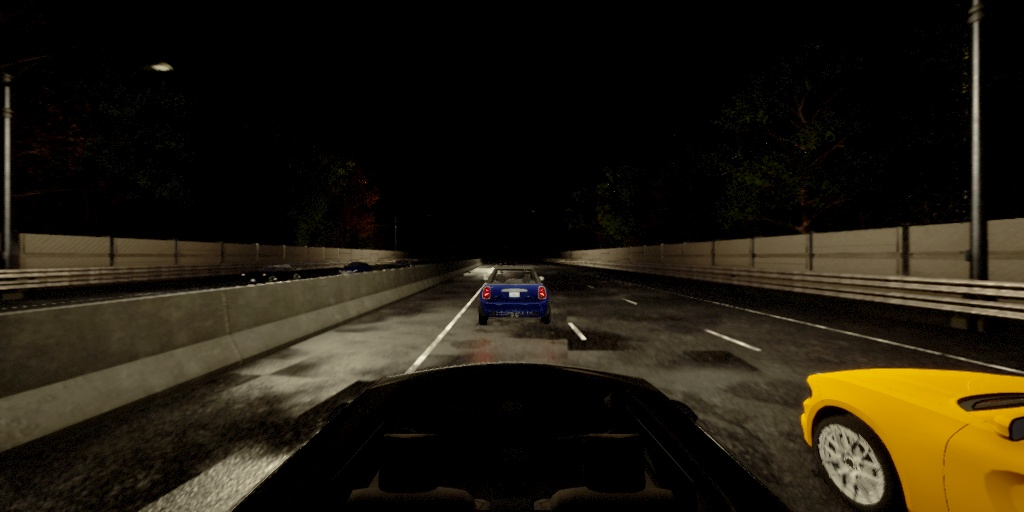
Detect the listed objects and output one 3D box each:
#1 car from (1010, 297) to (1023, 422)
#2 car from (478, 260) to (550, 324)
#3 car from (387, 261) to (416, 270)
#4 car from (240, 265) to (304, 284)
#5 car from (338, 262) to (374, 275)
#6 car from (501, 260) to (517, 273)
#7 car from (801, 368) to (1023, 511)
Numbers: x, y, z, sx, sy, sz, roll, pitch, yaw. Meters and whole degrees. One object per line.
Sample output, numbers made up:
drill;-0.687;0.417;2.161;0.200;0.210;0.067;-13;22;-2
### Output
car;7.092;1.254;1.996;1.837;1.490;4.892;0;0;0
car;0.055;1.106;12.193;2.097;1.767;4.553;0;0;0
car;-10.941;1.253;35.677;2.128;1.511;4.902;0;0;-1
car;-17.793;1.359;26.809;1.895;1.301;4.718;0;0;-1
car;-14.398;1.286;33.381;1.812;1.442;4.674;0;0;-1
car;-0.432;1.271;44.230;1.837;1.490;4.892;0;0;-1
car;3.592;1.227;1.233;1.882;1.535;5.008;0;0;0
